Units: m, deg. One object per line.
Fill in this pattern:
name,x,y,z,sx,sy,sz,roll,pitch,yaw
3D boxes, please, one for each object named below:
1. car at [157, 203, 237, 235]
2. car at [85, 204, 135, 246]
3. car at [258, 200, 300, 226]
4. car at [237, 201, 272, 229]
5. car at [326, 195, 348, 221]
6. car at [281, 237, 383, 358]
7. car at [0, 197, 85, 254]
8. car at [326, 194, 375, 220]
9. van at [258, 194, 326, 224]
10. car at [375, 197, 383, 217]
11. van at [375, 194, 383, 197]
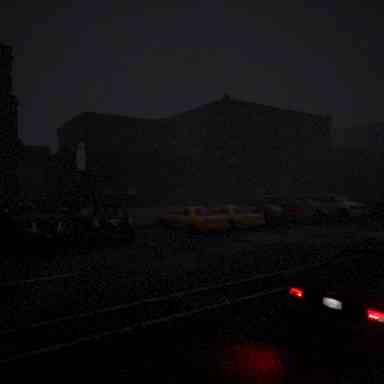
car,-0.129,1.468,19.096,1.946,1.575,5.366,0,0,-36
car,-4.487,1.355,15.707,2.185,1.767,4.553,0,0,-36
car,4.466,1.495,22.155,2.002,1.452,4.674,0,0,-36
car,2.115,1.461,20.703,1.946,1.575,5.366,0,0,-36
car,8.930,1.307,25.395,2.185,1.767,4.553,0,0,-36
car,3.927,1.541,5.933,5.357,1.411,2.033,0,0,-36
car,-6.731,1.234,14.104,2.435,2.045,5.566,0,0,-36
car,11.207,1.168,26.952,2.435,2.045,5.566,0,0,-36
van,6.774,1.219,23.668,1.878,1.987,4.442,0,0,-36
car,13.451,1.434,28.558,2.163,1.488,4.792,0,0,-36
van,17.851,1.143,31.889,1.878,1.987,4.442,0,0,-36
